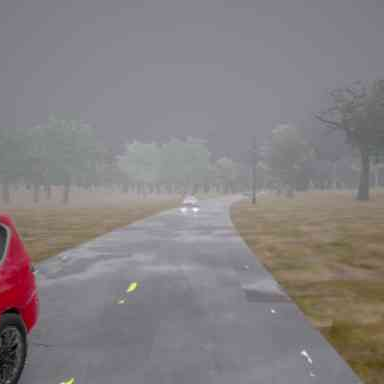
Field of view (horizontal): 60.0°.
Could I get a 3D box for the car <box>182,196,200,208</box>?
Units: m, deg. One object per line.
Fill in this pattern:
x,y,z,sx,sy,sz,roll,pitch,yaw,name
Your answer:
-0.153,1.316,44.003,1.812,1.442,4.674,0,0,8,car

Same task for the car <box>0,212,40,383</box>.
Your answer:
-3.061,1.218,2.063,2.150,2.045,5.566,0,0,1,car
